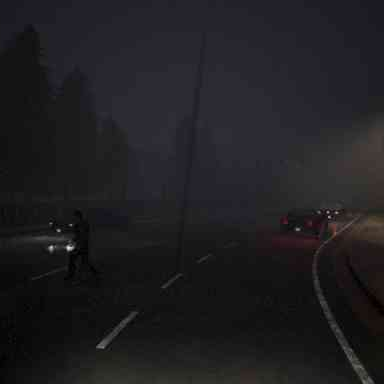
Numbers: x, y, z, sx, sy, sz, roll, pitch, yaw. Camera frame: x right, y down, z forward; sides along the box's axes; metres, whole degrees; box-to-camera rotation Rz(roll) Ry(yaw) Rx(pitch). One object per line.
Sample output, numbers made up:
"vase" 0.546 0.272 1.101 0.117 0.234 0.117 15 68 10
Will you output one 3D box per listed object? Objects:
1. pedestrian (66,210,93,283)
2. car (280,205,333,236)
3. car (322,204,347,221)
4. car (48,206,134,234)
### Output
"pedestrian" -2.778 1.294 8.238 0.375 1.860 0.375 0 0 14
"car" 6.466 1.601 18.755 1.895 1.301 4.718 0 0 30
"car" 11.506 1.601 27.269 1.895 1.301 4.718 0 0 31
"car" -5.530 1.547 19.097 2.033 1.411 5.357 0 0 26
